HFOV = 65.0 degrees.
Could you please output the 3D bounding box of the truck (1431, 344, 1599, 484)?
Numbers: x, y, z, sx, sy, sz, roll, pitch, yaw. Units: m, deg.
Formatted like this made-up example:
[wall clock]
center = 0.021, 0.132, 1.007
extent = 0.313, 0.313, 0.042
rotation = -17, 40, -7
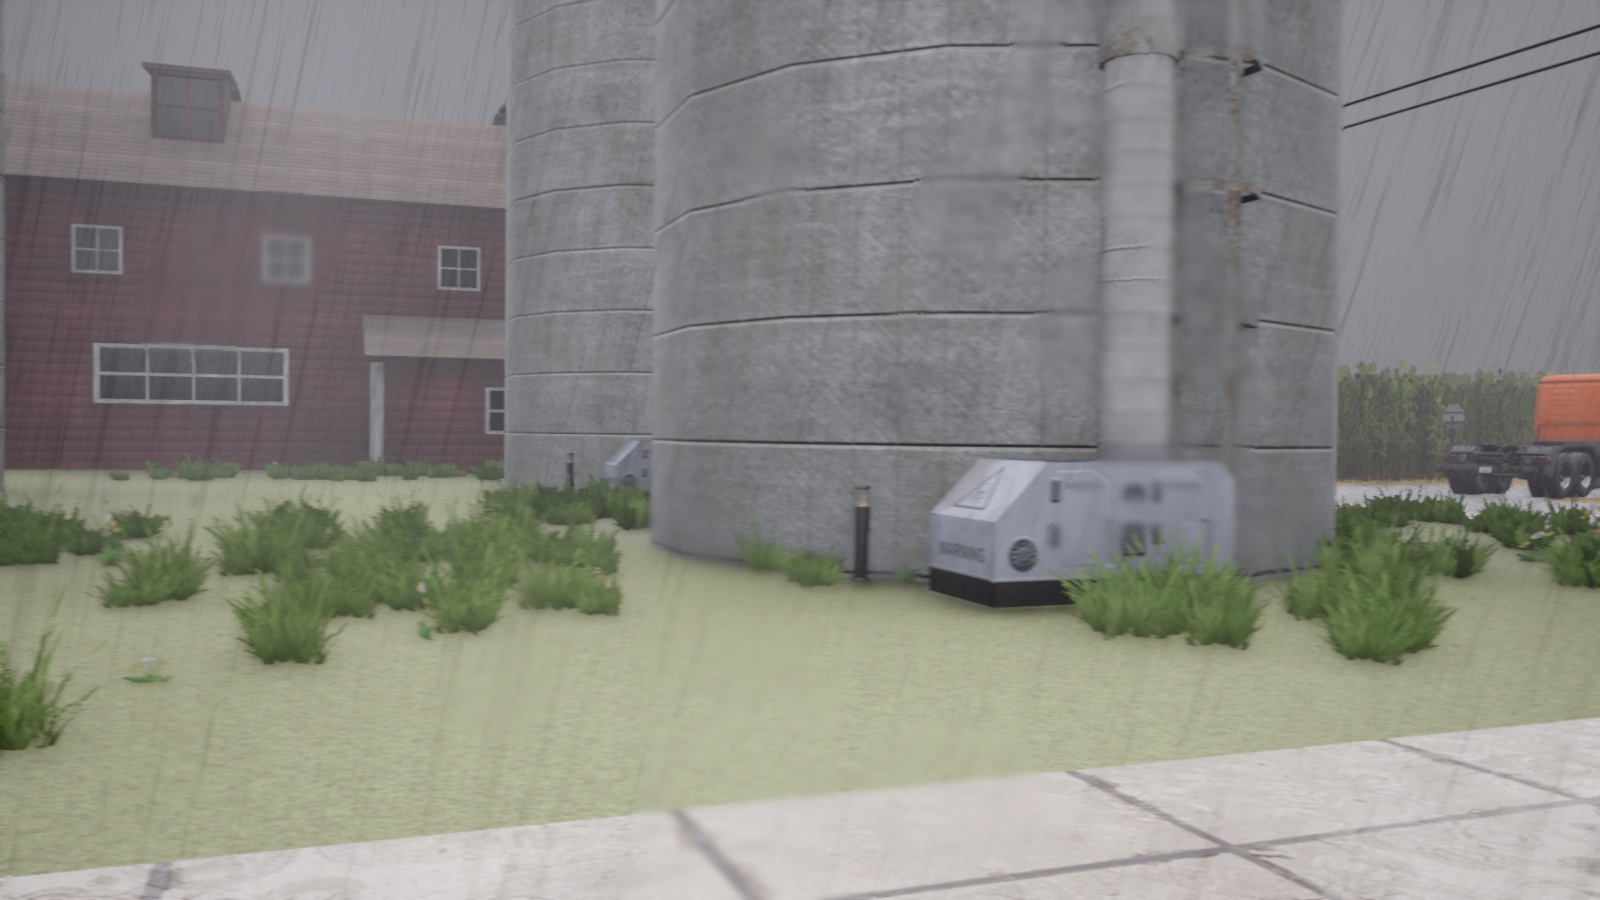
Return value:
[truck]
center = 20.853, -0.971, 34.525
extent = 7.936, 3.462, 2.891
rotation = -1, 1, -35
